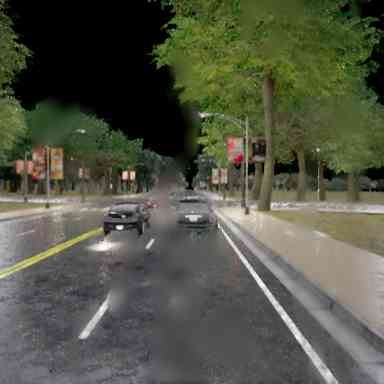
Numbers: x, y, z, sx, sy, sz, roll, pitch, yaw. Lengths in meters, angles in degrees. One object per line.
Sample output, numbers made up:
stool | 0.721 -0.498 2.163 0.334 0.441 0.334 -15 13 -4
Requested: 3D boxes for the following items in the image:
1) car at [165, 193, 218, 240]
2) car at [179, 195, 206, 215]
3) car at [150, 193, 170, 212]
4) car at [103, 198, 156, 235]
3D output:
car | 0.062 1.128 15.819 2.097 1.767 4.553 0 1 0
car | 0.155 1.075 29.711 2.128 1.511 4.902 0 1 3
car | -3.321 1.080 31.842 1.812 1.442 4.674 0 1 -2
car | -3.191 1.264 17.088 1.837 1.490 4.892 0 1 0
